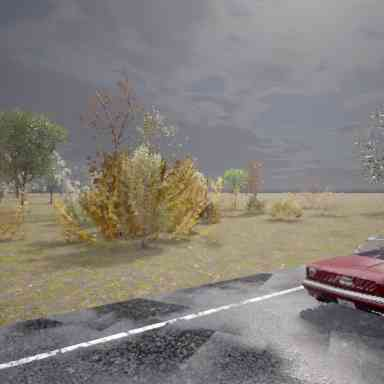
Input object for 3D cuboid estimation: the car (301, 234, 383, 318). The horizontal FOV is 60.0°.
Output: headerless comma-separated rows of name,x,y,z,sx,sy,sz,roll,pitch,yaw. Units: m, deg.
car,4.451,1.604,6.975,4.718,1.301,1.895,0,0,-35
